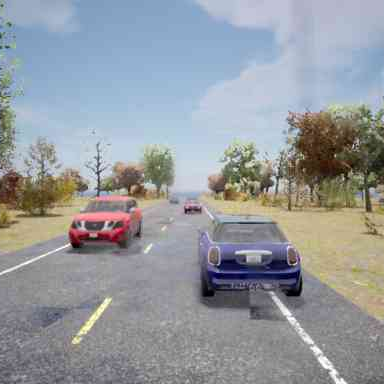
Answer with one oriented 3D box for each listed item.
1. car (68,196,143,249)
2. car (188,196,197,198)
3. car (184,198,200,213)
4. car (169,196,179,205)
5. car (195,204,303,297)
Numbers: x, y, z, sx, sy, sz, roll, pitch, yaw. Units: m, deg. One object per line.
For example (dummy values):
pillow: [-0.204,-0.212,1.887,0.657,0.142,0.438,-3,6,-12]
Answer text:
car: [-3.580,1.223,14.856,2.150,2.045,5.566,0,0,0]
car: [0.079,1.424,46.602,2.097,1.767,4.553,0,0,0]
car: [0.122,1.642,36.718,1.895,1.301,4.718,0,0,0]
car: [-3.413,1.633,64.151,1.837,1.490,4.892,0,0,0]
car: [1.236,1.352,8.762,2.097,1.767,4.553,0,0,0]
